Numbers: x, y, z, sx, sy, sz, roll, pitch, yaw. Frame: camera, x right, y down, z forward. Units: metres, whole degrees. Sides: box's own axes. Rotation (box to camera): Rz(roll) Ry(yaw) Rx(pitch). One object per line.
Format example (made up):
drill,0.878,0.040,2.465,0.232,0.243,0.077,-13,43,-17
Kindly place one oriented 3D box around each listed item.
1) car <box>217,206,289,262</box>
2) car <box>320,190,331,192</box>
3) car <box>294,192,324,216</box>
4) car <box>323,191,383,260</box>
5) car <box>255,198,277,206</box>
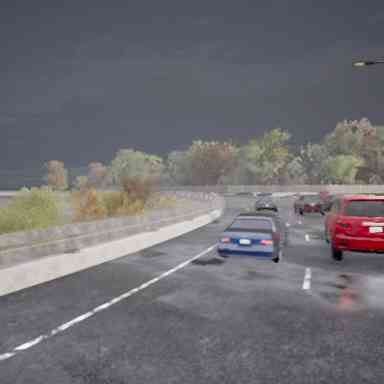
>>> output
car,2.358,1.445,11.864,2.033,1.411,5.357,0,1,20
car,22.780,0.751,56.158,2.150,2.045,5.566,0,0,31
car,10.453,1.099,29.866,2.097,1.767,4.553,0,0,10
car,6.012,1.122,11.784,2.150,2.045,5.566,0,1,19
car,7.555,1.273,34.092,1.994,1.385,4.181,0,1,8
